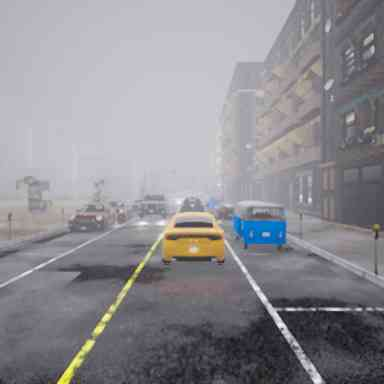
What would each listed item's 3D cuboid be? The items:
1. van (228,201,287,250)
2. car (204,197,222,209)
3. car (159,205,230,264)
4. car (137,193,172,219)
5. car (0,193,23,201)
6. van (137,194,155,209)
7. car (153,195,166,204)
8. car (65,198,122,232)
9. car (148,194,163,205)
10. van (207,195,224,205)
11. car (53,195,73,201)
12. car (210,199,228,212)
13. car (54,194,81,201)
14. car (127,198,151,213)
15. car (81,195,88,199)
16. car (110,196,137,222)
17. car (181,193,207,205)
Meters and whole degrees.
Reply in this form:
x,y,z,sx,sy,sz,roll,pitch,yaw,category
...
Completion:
x,y,z,sx,sy,sz,roll,pitch,yaw,category
2.679,1.294,13.883,1.690,1.788,3.998,1,0,0,van
2.624,1.405,42.115,1.947,1.339,4.313,1,0,0,car
0.066,1.438,11.707,1.882,1.535,5.008,0,1,0,car
-3.152,1.118,28.566,2.150,2.045,5.566,0,0,0,car
-43.060,1.234,79.523,5.009,1.841,2.192,0,0,1,car
-5.721,1.181,42.065,1.690,1.788,3.998,1,0,0,van
-5.755,1.307,59.003,1.887,1.381,4.507,1,0,0,car
-5.686,1.372,19.483,1.967,1.590,4.097,1,0,0,car
-5.743,1.229,53.357,1.967,1.590,4.097,1,0,0,car
2.638,1.205,36.468,1.690,1.788,3.998,1,0,0,van
-30.825,1.444,79.421,4.206,1.307,1.802,0,0,1,car
2.656,1.455,25.178,1.887,1.381,4.507,1,0,0,car
-26.507,1.197,70.732,4.097,1.590,1.967,0,0,1,car
-5.713,1.409,36.420,1.887,1.381,4.507,1,0,0,car
-25.345,1.402,79.357,4.313,1.339,1.947,0,0,1,car
-5.691,1.350,25.129,1.967,1.590,4.097,1,0,0,car
0.035,1.236,31.503,2.097,1.767,4.553,0,0,0,car
